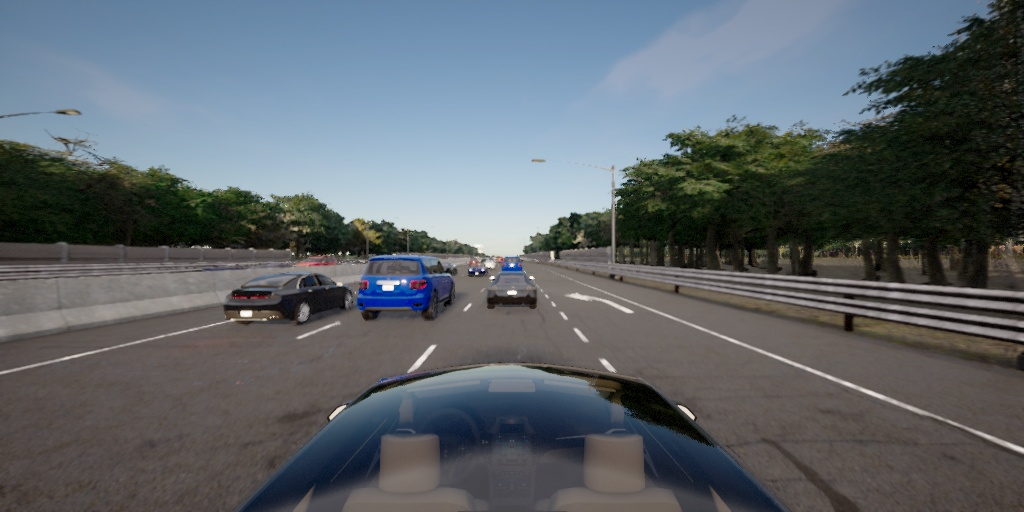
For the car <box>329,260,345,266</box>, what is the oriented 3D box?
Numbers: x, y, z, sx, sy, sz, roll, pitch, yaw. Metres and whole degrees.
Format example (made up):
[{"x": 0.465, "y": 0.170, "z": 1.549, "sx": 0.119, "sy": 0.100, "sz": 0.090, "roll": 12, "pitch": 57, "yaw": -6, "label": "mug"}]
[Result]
[{"x": -17.552, "y": 1.396, "z": 38.876, "sx": 1.994, "sy": 1.385, "sz": 4.181, "roll": 0, "pitch": 0, "yaw": 0, "label": "car"}]

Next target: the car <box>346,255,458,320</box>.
[{"x": -3.497, "y": 0.997, "z": 12.817, "sx": 2.150, "sy": 2.045, "sz": 5.566, "roll": 0, "pitch": 0, "yaw": 0, "label": "car"}]

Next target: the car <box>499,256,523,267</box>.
[{"x": 0.012, "y": 1.053, "z": 38.005, "sx": 2.150, "sy": 2.045, "sz": 5.566, "roll": 0, "pitch": 0, "yaw": 0, "label": "car"}]

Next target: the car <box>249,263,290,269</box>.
[{"x": -24.559, "y": 1.394, "z": 37.329, "sx": 1.994, "sy": 1.385, "sz": 4.181, "roll": 0, "pitch": 0, "yaw": 0, "label": "car"}]

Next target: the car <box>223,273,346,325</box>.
[{"x": -6.997, "y": 1.279, "z": 11.863, "sx": 1.837, "sy": 1.490, "sz": 4.892, "roll": 0, "pitch": 0, "yaw": 0, "label": "car"}]

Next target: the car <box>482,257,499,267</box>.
[{"x": -3.481, "y": 1.368, "z": 56.006, "sx": 1.812, "sy": 1.442, "sz": 4.674, "roll": 0, "pitch": 0, "yaw": 0, "label": "car"}]

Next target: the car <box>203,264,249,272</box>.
[{"x": -28.059, "y": 1.429, "z": 35.671, "sx": 1.895, "sy": 1.301, "sz": 4.718, "roll": 0, "pitch": 0, "yaw": 0, "label": "car"}]

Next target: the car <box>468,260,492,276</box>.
[{"x": -3.487, "y": 1.432, "z": 37.953, "sx": 1.895, "sy": 1.301, "sz": 4.718, "roll": 0, "pitch": 0, "yaw": 0, "label": "car"}]

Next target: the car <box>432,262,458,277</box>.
[{"x": -6.987, "y": 1.395, "z": 37.935, "sx": 1.994, "sy": 1.385, "sz": 4.181, "roll": 0, "pitch": 0, "yaw": 0, "label": "car"}]

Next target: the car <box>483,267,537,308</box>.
[{"x": 0.003, "y": 1.347, "z": 15.445, "sx": 1.994, "sy": 1.385, "sz": 4.181, "roll": 0, "pitch": 0, "yaw": 0, "label": "car"}]

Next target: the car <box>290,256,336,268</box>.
[{"x": -21.049, "y": 1.055, "z": 38.882, "sx": 2.150, "sy": 2.045, "sz": 5.566, "roll": 0, "pitch": 0, "yaw": 0, "label": "car"}]
